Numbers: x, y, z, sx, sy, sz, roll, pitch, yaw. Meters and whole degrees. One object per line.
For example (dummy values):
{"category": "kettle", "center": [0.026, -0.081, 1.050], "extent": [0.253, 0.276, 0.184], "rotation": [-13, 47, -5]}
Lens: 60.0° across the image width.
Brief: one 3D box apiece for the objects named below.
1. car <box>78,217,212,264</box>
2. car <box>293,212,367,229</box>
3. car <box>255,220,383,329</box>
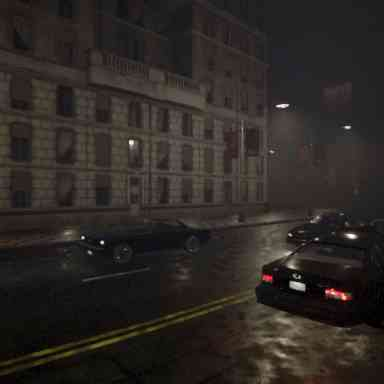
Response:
{"category": "car", "center": [-1.578, 1.625, 12.053], "extent": [4.718, 1.301, 1.895], "rotation": [0, 0, -41]}
{"category": "car", "center": [6.224, 1.599, 14.356], "extent": [5.357, 1.411, 2.033], "rotation": [0, 0, -42]}
{"category": "car", "center": [3.575, 1.574, 7.047], "extent": [5.357, 1.411, 2.033], "rotation": [0, 0, -42]}
